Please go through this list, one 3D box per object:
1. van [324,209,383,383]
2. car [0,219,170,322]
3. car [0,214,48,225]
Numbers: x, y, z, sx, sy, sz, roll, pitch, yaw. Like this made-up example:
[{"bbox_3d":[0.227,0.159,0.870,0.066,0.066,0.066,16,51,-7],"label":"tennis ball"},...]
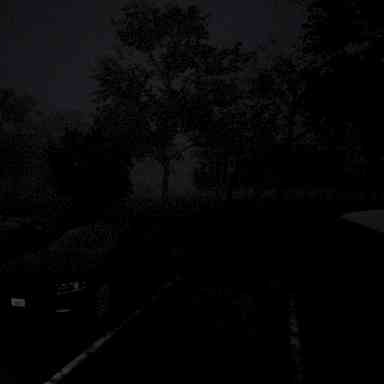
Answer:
[{"bbox_3d":[2.869,1.262,4.202,1.878,1.987,4.442,0,-1,15],"label":"van"},{"bbox_3d":[-2.007,1.447,7.515,2.097,1.535,5.008,1,0,15],"label":"car"},{"bbox_3d":[-4.460,1.427,9.204,2.097,1.535,5.008,0,-1,15],"label":"car"}]
